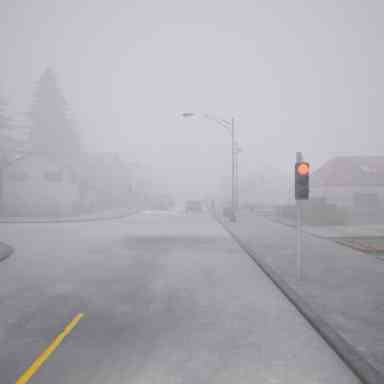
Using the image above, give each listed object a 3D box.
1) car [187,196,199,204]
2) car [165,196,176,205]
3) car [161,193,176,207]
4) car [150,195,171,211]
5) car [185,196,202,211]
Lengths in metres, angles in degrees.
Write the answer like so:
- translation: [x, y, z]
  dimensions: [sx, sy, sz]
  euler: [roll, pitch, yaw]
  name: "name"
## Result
- translation: [0.192, 1.491, 64.981]
  dimensions: [2.128, 1.511, 4.902]
  euler: [0, 0, 0]
  name: "car"
- translation: [-3.976, 1.525, 62.102]
  dimensions: [1.812, 1.442, 4.674]
  euler: [0, 0, 0]
  name: "car"
- translation: [-4.025, 1.221, 51.756]
  dimensions: [2.150, 2.045, 5.566]
  euler: [0, 0, 0]
  name: "car"
- translation: [-4.041, 1.505, 41.707]
  dimensions: [1.837, 1.490, 4.892]
  euler: [0, 0, 0]
  name: "car"
- translation: [0.175, 1.477, 41.023]
  dimensions: [1.882, 1.535, 5.008]
  euler: [0, 0, 0]
  name: "car"
